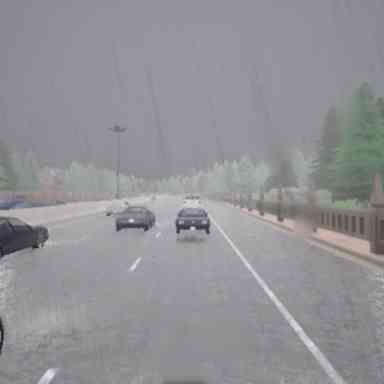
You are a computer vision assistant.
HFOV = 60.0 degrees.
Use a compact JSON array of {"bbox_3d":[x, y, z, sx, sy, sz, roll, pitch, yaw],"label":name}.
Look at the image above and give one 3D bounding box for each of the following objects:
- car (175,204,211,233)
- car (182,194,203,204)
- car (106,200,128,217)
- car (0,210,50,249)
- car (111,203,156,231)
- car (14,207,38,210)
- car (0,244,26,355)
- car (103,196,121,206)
[{"bbox_3d":[0.047,1.625,19.703,1.895,1.301,4.718,0,0,0],"label":"car"},{"bbox_3d":[0.029,1.268,38.264,2.150,2.045,5.566,0,0,0],"label":"car"},{"bbox_3d":[-6.973,1.569,32.336,1.812,1.442,4.674,0,0,0],"label":"car"},{"bbox_3d":[-6.920,1.565,11.570,2.033,1.411,5.357,0,0,0],"label":"car"},{"bbox_3d":[-3.438,1.591,20.874,1.994,1.385,4.181,0,0,0],"label":"car"},{"bbox_3d":[-14.152,1.590,28.512,2.033,1.411,5.357,0,0,0],"label":"car"},{"bbox_3d":[-3.424,1.531,2.612,1.812,1.442,4.674,0,0,0],"label":"car"},{"bbox_3d":[-14.145,1.557,59.113,1.882,1.535,5.008,0,0,1],"label":"car"}]
